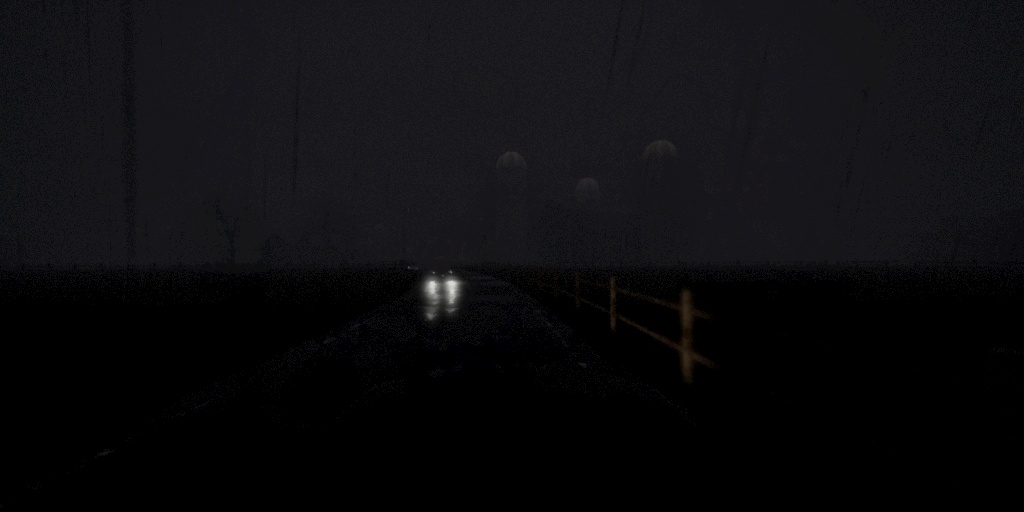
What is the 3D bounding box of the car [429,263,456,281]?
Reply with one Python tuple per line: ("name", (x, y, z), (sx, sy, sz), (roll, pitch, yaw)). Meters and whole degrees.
("car", (-5.968, 1.293, 30.704), (1.812, 1.442, 4.674), (0, 0, -12))
